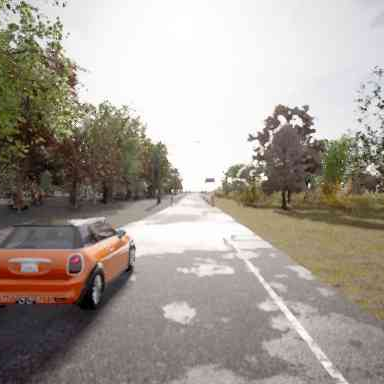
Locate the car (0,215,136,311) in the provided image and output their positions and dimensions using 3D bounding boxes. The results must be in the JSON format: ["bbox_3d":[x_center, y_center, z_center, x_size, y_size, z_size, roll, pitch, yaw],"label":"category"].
[{"bbox_3d":[-2.730,1.320,7.894,2.097,1.767,4.553,0,0,2],"label":"car"}]
